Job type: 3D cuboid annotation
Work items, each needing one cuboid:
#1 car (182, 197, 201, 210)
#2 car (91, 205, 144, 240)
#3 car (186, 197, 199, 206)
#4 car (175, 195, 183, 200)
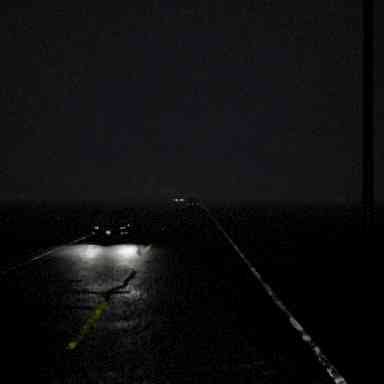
[{"bbox_3d":[0.125,1.473,42.408,2.033,1.411,5.357,0,0,0],"label":"car"},{"bbox_3d":[-3.589,1.476,16.714,1.837,1.490,4.892,0,0,0],"label":"car"},{"bbox_3d":[0.037,1.469,54.050,1.994,1.385,4.181,0,0,0],"label":"car"},{"bbox_3d":[-3.441,1.397,87.537,1.994,1.385,4.181,0,0,0],"label":"car"}]
